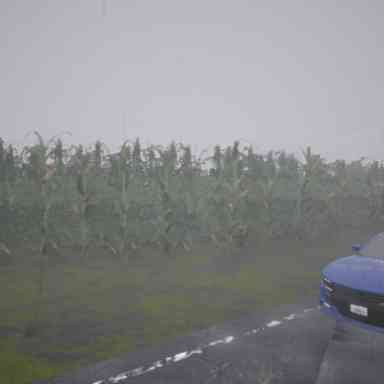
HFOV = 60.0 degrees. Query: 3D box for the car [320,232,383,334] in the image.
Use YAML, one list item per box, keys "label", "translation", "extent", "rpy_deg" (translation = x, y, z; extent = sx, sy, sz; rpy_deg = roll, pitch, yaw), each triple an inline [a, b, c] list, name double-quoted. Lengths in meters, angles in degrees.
- label: "car"
  translation: [4.435, 1.456, 6.398]
  extent: [5.008, 1.535, 1.882]
  rpy_deg: [0, 0, -37]
